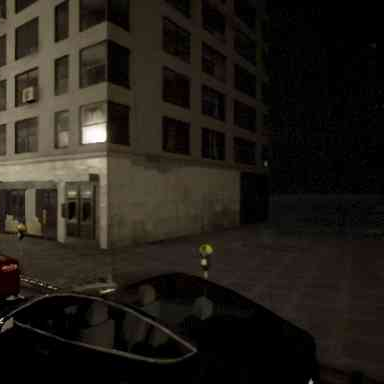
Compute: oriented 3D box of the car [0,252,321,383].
[{"bbox_3d":[-0.843,1.565,3.680,4.313,1.339,1.947,0,0,36],"label":"car"}]
